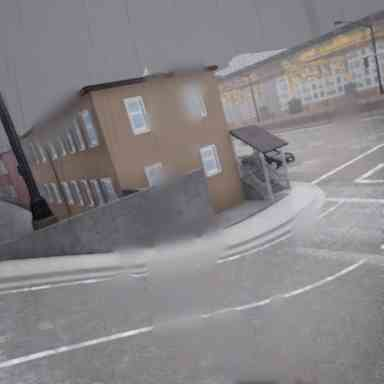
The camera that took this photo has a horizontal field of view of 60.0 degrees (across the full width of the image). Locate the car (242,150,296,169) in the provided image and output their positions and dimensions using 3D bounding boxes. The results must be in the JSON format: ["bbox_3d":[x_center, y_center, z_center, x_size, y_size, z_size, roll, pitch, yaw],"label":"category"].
[{"bbox_3d":[6.222,-2.762,27.651,1.837,1.490,4.892,-23,13,-32],"label":"car"}]

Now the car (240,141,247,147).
[{"bbox_3d":[8.838,-7.672,47.534,2.097,1.767,4.553,-23,13,-32],"label":"car"}]
